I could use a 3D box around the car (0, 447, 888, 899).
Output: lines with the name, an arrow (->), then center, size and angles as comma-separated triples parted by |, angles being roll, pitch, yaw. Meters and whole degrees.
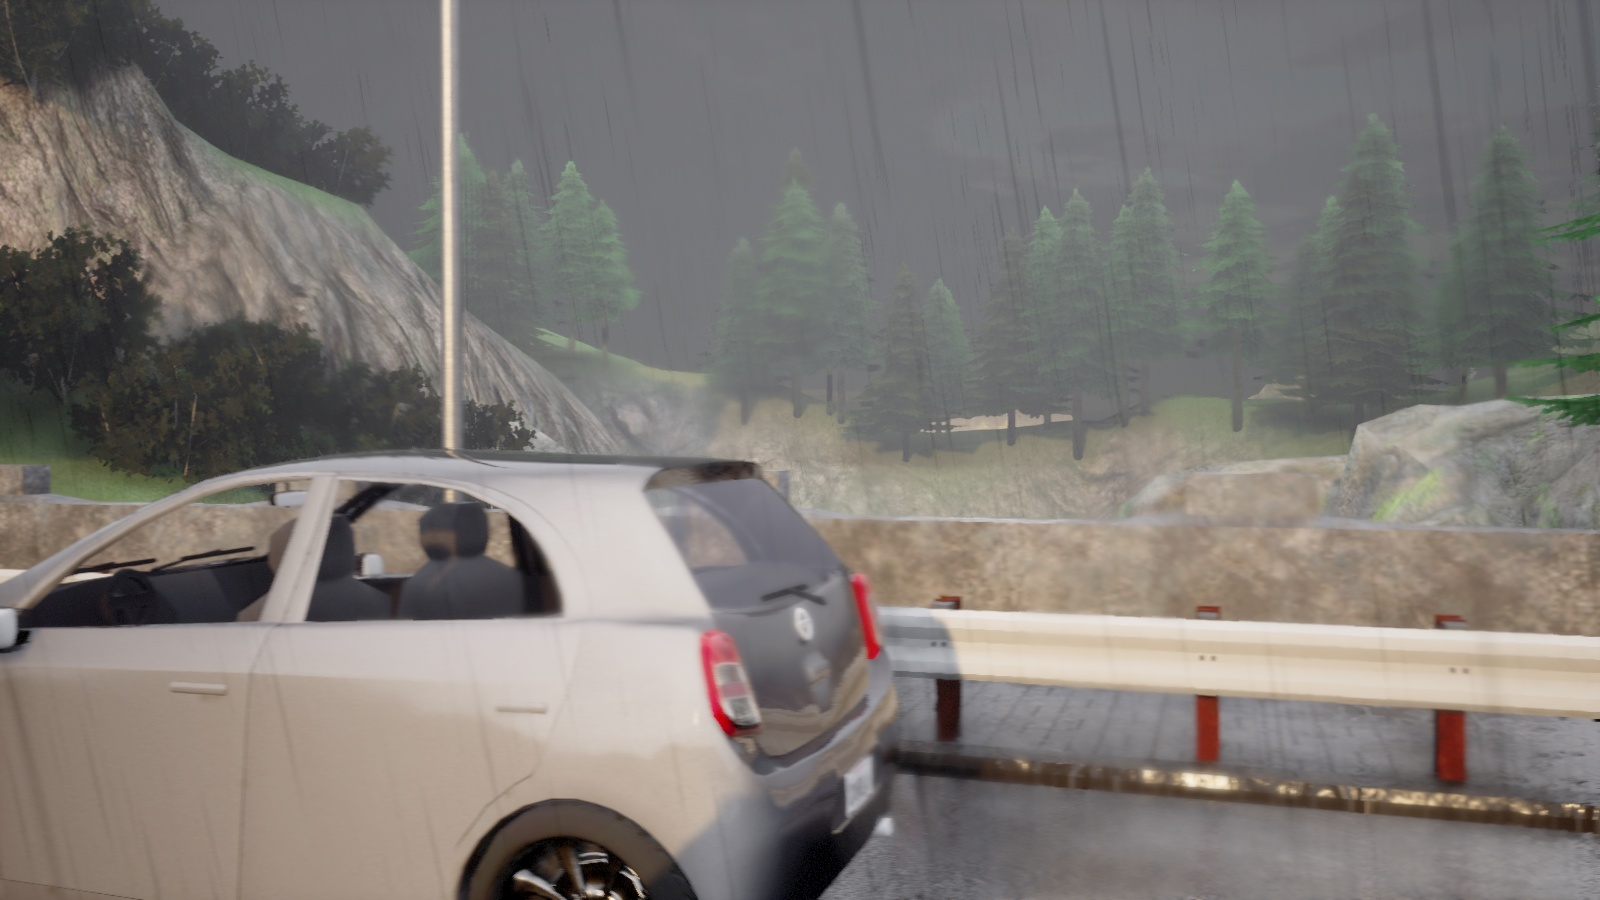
car -> -1.697, 0.765, 4.293 | 3.633, 1.501, 1.845 | 1, 1, 19
